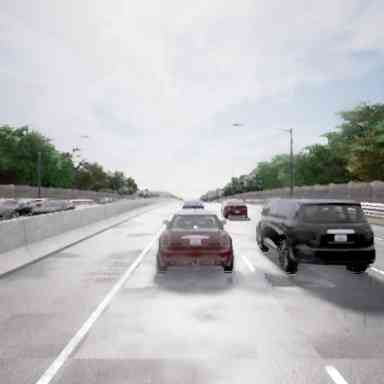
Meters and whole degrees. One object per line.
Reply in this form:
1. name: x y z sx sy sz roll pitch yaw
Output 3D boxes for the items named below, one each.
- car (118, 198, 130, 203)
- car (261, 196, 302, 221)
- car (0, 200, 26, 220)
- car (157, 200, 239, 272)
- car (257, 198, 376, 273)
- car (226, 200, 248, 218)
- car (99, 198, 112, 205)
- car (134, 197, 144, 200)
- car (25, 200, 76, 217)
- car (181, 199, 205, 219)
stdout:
1. car: -14.011 1.918 68.832 2.033 1.411 5.357 0 -1 0
2. car: 7.091 1.266 26.894 2.097 1.767 4.553 0 0 0
3. car: -14.101 1.407 26.382 2.128 1.511 4.902 0 0 0
4. car: 0.093 1.321 10.837 2.097 1.767 4.553 0 0 0
5. car: 3.596 1.192 10.709 2.150 2.045 5.566 0 0 0
6. car: 3.593 1.387 28.718 1.882 1.535 5.008 0 0 0
7. car: -17.511 1.873 67.453 2.128 1.511 4.902 0 -1 0
8. car: -10.514 1.822 67.057 1.882 1.535 5.008 0 -1 0
9. car: -10.602 1.394 25.880 1.882 1.535 5.008 0 0 0
10. car: 0.092 1.387 28.700 1.882 1.535 5.008 0 0 0
